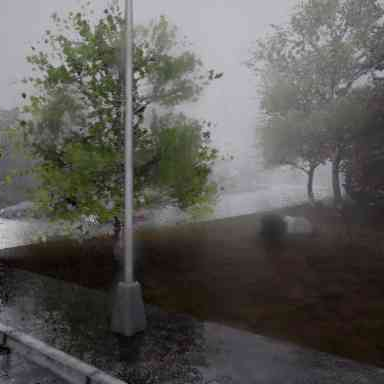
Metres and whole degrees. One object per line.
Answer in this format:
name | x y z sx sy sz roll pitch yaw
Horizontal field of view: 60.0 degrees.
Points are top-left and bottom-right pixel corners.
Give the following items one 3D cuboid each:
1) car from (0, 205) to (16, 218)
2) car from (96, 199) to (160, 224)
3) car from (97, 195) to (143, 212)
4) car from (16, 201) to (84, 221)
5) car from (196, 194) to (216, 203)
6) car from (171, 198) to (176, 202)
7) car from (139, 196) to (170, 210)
car | -13.934 1.427 28.981 2.128 1.511 4.902 0 1 38
car | -4.626 1.483 23.499 1.994 1.385 4.181 0 1 38
car | -7.846 1.232 36.674 1.837 1.490 4.892 0 2 38
car | -11.132 1.537 26.884 1.895 1.301 4.718 0 1 38
car | 1.296 0.864 42.575 1.812 1.442 4.674 0 3 39
car | -1.271 0.545 44.959 2.150 2.045 5.566 0 3 39
car | -4.975 1.201 34.663 1.882 1.535 5.008 0 2 39
